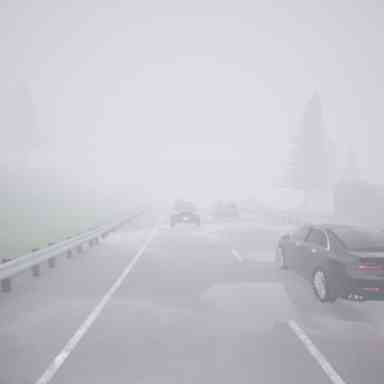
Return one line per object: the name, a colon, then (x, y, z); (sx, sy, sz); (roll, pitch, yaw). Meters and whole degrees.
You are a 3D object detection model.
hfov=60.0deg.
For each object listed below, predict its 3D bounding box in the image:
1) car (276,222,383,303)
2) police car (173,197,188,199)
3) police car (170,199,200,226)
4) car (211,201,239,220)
car: (3.489, 1.499, 8.175); (1.837, 1.490, 4.892); (0, 0, -1)
police car: (-1.414, 1.410, 42.189); (1.930, 1.638, 5.238); (0, 0, -3)
police car: (-0.508, 1.499, 23.318); (2.038, 1.542, 4.974); (0, 0, -3)
car: (2.771, 1.478, 28.220); (2.128, 1.511, 4.902); (0, 0, -3)
